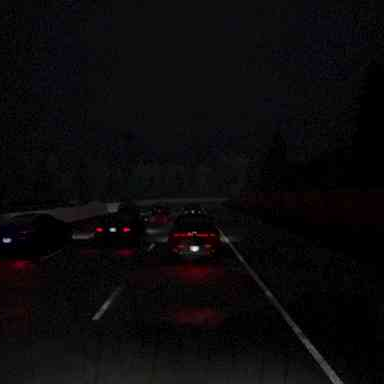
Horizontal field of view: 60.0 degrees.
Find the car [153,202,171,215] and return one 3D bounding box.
[{"bbox_3d":[-3.438,1.872,37.783,1.812,1.442,4.674,0,-1,0],"label":"car"}]

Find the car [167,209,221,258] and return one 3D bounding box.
[{"bbox_3d":[0.089,1.627,13.309,1.837,1.490,4.892,0,-1,0],"label":"car"}]

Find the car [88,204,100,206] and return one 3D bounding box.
[{"bbox_3d":[-17.566,2.083,60.623,1.812,1.442,4.674,0,0,0],"label":"car"}]

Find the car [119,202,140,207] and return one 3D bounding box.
[{"bbox_3d":[-6.923,1.842,36.667,1.837,1.490,4.892,0,-1,0],"label":"car"}]

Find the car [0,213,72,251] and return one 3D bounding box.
[{"bbox_3d":[-6.917,1.663,14.762,1.812,1.442,4.674,0,-1,0],"label":"car"}]

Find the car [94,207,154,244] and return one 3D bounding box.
[{"bbox_3d":[-3.410,1.703,16.800,2.033,1.411,5.357,0,0,0],"label":"car"}]

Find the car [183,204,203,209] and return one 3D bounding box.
[{"bbox_3d":[0.080,1.838,31.697,2.033,1.411,5.357,0,0,0],"label":"car"}]
